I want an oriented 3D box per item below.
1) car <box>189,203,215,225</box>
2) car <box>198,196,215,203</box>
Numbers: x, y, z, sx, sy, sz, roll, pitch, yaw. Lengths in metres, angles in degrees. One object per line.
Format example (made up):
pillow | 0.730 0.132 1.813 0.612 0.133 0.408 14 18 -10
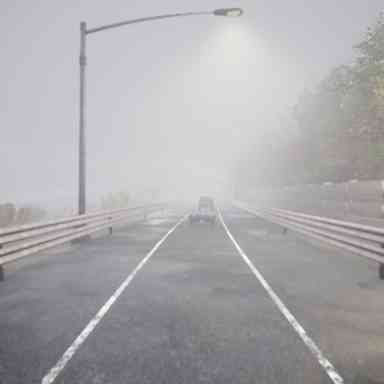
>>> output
car | 0.843 1.820 26.310 1.895 1.301 4.718 0 0 3
car | 2.054 1.627 47.619 2.150 2.045 5.566 0 0 3
